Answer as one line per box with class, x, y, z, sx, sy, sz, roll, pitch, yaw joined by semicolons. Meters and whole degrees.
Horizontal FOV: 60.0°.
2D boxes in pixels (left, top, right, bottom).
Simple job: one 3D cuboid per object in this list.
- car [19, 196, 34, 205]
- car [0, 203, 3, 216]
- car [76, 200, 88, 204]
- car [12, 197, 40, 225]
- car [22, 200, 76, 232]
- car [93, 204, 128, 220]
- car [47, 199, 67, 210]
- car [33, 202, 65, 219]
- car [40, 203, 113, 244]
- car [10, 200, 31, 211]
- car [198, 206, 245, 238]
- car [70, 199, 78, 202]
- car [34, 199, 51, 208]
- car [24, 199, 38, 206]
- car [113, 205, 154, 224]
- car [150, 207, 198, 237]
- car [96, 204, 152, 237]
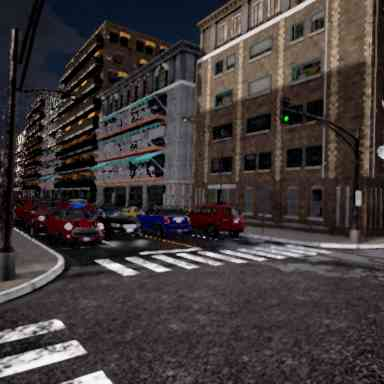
car;-37.421;1.949;75.171;2.192;1.841;5.009;3;-2;-35
car;-18.540;1.568;34.155;1.967;1.590;4.097;3;-2;-35
car;-11.723;2.034;39.008;1.887;1.381;4.507;3;-2;-35
car;-12.113;1.421;25.122;2.192;1.841;5.009;3;-2;-35
car;-8.905;1.536;20.599;1.967;1.590;4.097;3;-2;-35
car;-8.510;2.044;34.487;1.947;1.339;4.313;3;-2;-35
car;-21.358;1.975;52.569;1.967;1.590;4.097;3;-2;-35
car;-13.804;1.756;31.962;1.812;1.442;4.674;3;-2;-35
car;-5.693;1.526;16.080;1.967;1.590;4.097;3;-2;-35
car;-24.064;1.881;46.557;1.994;1.385;4.181;3;-2;-35
car;1.137;1.763;20.932;2.192;1.841;5.009;3;-2;-35
car;-15.607;1.859;39.841;1.882;1.535;5.008;3;-2;-35
car;-27.788;2.124;61.606;2.008;1.369;4.403;3;-2;-35
car;-34.214;2.157;70.646;1.887;1.381;4.507;3;-2;-35
car;-5.395;1.993;30.107;1.752;1.417;4.829;3;-2;-35
car;-1.991;1.686;20.695;2.097;1.767;4.553;3;-2;-35
car;-4.564;1.692;18.960;2.128;1.511;4.902;3;-2;-35
